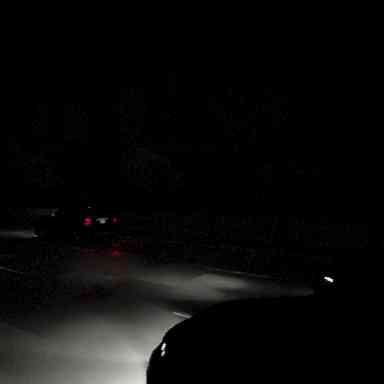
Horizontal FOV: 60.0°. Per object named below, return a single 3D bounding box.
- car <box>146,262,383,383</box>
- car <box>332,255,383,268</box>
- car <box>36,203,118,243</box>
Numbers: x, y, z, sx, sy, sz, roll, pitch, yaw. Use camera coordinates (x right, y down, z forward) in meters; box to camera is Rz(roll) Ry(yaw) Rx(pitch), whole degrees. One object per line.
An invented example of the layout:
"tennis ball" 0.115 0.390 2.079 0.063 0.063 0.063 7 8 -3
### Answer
"car" 1.591 1.567 2.857 4.181 1.385 1.994 -1 0 36
"car" 4.473 1.485 5.100 4.902 1.511 2.128 -1 0 36
"car" -5.894 1.424 16.797 4.553 1.767 2.097 0 0 36
